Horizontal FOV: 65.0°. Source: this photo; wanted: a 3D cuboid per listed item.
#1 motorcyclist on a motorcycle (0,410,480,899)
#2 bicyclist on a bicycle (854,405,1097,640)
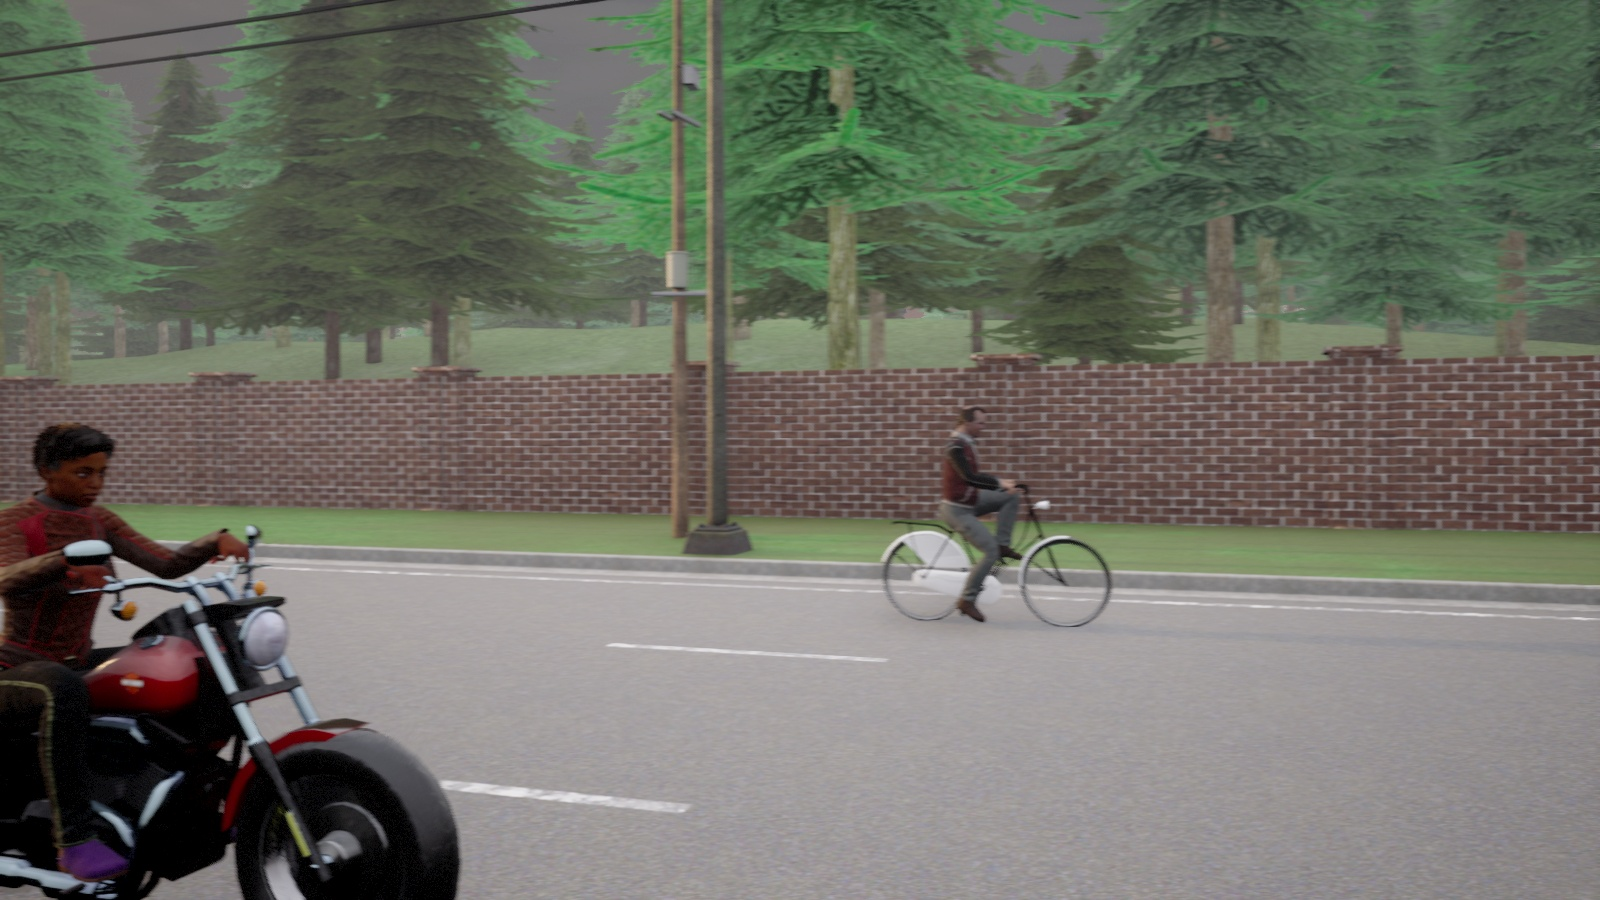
[{"bbox_3d":[-2.240,0.705,3.944,2.350,1.649,0.766,1,1,19],"label":"motorcyclist on a motorcycle"},{"bbox_3d":[1.413,0.540,10.099,1.843,1.776,0.659,0,1,19],"label":"bicyclist on a bicycle"}]
